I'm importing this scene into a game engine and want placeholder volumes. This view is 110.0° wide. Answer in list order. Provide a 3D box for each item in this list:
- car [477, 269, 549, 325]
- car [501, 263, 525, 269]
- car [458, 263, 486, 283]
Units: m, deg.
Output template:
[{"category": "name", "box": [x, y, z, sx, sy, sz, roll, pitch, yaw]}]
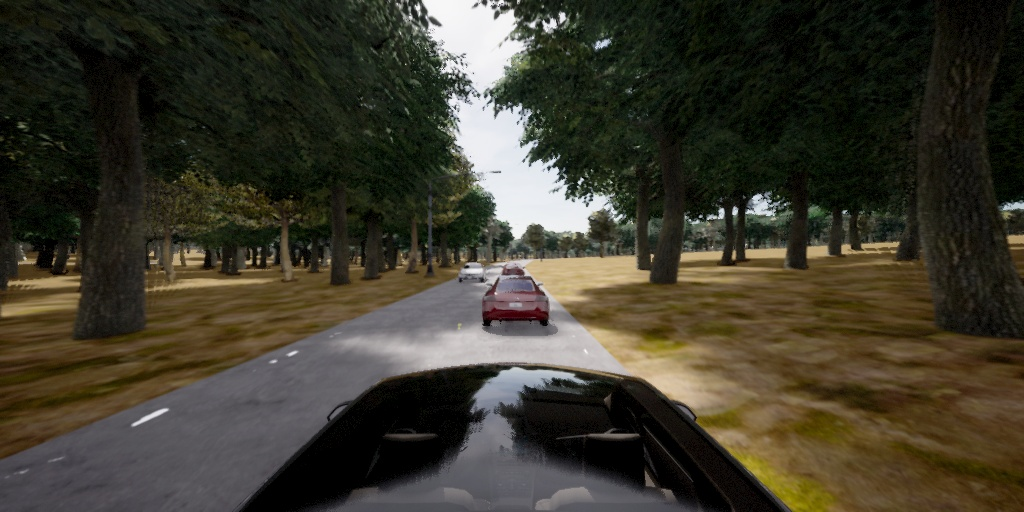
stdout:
[{"category": "car", "box": [0.102, 1.313, 11.850, 1.994, 1.385, 4.181, 0, 0, 0]}, {"category": "car", "box": [0.108, 1.277, 29.263, 1.812, 1.442, 4.674, 0, 0, 0]}, {"category": "car", "box": [-3.064, 1.277, 28.460, 1.812, 1.442, 4.674, 0, 0, 0]}]
